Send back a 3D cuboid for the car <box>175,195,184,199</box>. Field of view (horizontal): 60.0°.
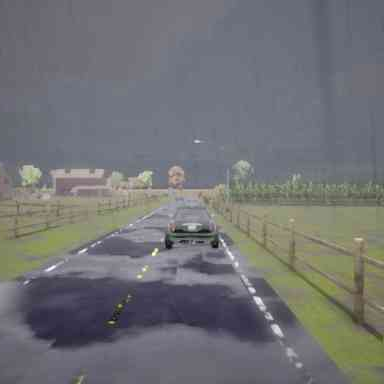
[{"bbox_3d":[-2.750,1.336,72.912,2.033,1.411,5.357,0,0,0],"label":"car"}]

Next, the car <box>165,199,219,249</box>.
[{"bbox_3d":[0.000,1.358,14.621,2.097,1.767,4.553,0,0,0],"label":"car"}]
